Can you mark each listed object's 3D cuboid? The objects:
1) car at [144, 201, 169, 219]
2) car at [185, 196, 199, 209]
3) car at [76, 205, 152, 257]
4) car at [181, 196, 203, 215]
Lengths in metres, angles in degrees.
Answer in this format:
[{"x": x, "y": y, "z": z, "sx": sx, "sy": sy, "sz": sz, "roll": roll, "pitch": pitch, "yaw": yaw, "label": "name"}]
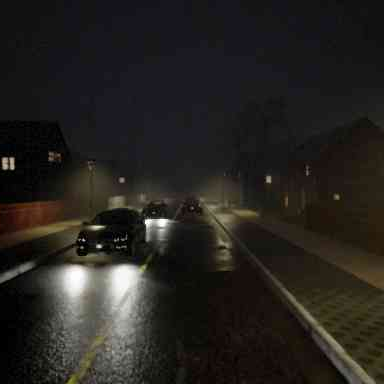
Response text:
[{"x": -2.919, "y": 1.405, "z": 27.387, "sx": 1.994, "sy": 1.385, "sz": 4.181, "roll": 0, "pitch": 0, "yaw": 0, "label": "car"}, {"x": -0.016, "y": 1.278, "z": 43.055, "sx": 1.812, "sy": 1.442, "sz": 4.674, "roll": 0, "pitch": 1, "yaw": 0, "label": "car"}, {"x": -2.871, "y": 1.433, "z": 12.697, "sx": 1.837, "sy": 1.490, "sz": 4.892, "roll": 0, "pitch": 0, "yaw": 0, "label": "car"}, {"x": 0.021, "y": 1.382, "z": 31.575, "sx": 1.994, "sy": 1.385, "sz": 4.181, "roll": 0, "pitch": 0, "yaw": 0, "label": "car"}]
